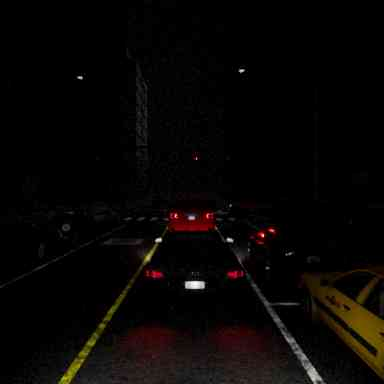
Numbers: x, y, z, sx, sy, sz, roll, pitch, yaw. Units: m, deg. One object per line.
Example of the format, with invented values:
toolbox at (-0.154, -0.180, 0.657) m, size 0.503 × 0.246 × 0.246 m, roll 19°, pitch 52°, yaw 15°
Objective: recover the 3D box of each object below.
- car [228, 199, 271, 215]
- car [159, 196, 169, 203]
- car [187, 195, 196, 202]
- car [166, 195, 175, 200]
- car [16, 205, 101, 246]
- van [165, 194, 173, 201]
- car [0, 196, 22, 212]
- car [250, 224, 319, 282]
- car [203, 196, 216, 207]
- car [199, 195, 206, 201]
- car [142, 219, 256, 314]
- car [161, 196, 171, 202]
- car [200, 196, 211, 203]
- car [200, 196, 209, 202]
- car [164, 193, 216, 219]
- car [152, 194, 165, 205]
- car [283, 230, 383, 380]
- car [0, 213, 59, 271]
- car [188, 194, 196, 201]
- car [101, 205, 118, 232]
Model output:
car at (6.244, 1.494, 36.168) m, size 4.553 × 1.767 × 2.097 m, roll 1°, pitch 0°, yaw 13°
car at (-5.812, 1.590, 68.774) m, size 1.802 × 1.307 × 4.206 m, roll 0°, pitch 0°, yaw 0°
car at (-0.056, 1.553, 78.398) m, size 2.033 × 1.411 × 5.357 m, roll 0°, pitch 0°, yaw 0°
car at (-5.828, 1.570, 90.524) m, size 2.008 × 1.369 × 4.403 m, roll 0°, pitch 0°, yaw 0°
car at (-5.775, 1.438, 15.034) m, size 1.967 × 1.590 × 4.097 m, roll 0°, pitch 0°, yaw 0°
van at (-5.824, 1.358, 85.087) m, size 1.690 × 1.788 × 3.998 m, roll 0°, pitch 0°, yaw 0°
car at (-17.941, 1.166, 31.941) m, size 4.902 × 1.511 × 2.128 m, roll 1°, pitch 0°, yaw 0°
car at (2.754, 1.564, 9.585) m, size 1.947 × 1.339 × 4.313 m, roll 0°, pitch 0°, yaw 0°
car at (2.724, 1.443, 52.467) m, size 1.967 × 1.590 × 4.097 m, roll 0°, pitch 0°, yaw 0°
car at (2.701, 1.542, 85.263) m, size 1.752 × 1.417 × 4.829 m, roll 0°, pitch 0°, yaw 0°
car at (0.054, 1.563, 7.711) m, size 1.994 × 1.385 × 4.181 m, roll 0°, pitch 0°, yaw 0°
car at (-5.816, 1.536, 74.042) m, size 1.752 × 1.417 × 4.829 m, roll 0°, pitch 0°, yaw 0°
car at (2.713, 1.559, 68.780) m, size 2.008 × 1.369 × 4.403 m, roll 0°, pitch 0°, yaw 0°
car at (2.709, 1.556, 74.218) m, size 1.887 × 1.381 × 4.507 m, roll 0°, pitch 0°, yaw 0°
car at (-0.009, 1.220, 17.131) m, size 2.150 × 2.045 × 5.566 m, roll 0°, pitch 0°, yaw 0°
car at (-5.805, 1.319, 57.899) m, size 2.192 × 1.841 × 5.009 m, roll 0°, pitch 0°, yaw 0°
car at (2.758, 1.525, 4.298) m, size 1.752 × 1.417 × 4.829 m, roll 0°, pitch 0°, yaw 0°
car at (-5.771, 1.543, 9.577) m, size 1.887 × 1.381 × 4.507 m, roll 0°, pitch 0°, yaw 0°
car at (-0.063, 1.374, 88.963) m, size 2.097 × 1.767 × 4.553 m, roll 0°, pitch 0°, yaw 0°
car at (-5.778, 1.523, 20.321) m, size 1.752 × 1.417 × 4.829 m, roll 0°, pitch 0°, yaw 0°
